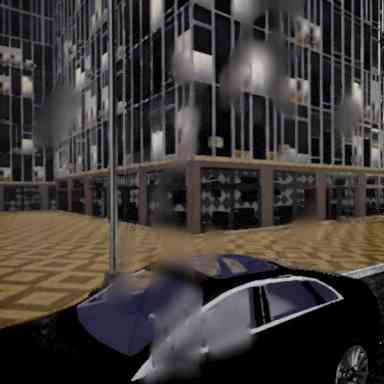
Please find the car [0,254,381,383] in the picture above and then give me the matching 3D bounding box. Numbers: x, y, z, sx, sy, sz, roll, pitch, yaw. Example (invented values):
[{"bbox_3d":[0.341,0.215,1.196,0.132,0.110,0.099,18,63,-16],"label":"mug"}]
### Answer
[{"bbox_3d":[0.025,1.498,3.414,4.902,1.511,2.128,0,0,-35],"label":"car"}]
